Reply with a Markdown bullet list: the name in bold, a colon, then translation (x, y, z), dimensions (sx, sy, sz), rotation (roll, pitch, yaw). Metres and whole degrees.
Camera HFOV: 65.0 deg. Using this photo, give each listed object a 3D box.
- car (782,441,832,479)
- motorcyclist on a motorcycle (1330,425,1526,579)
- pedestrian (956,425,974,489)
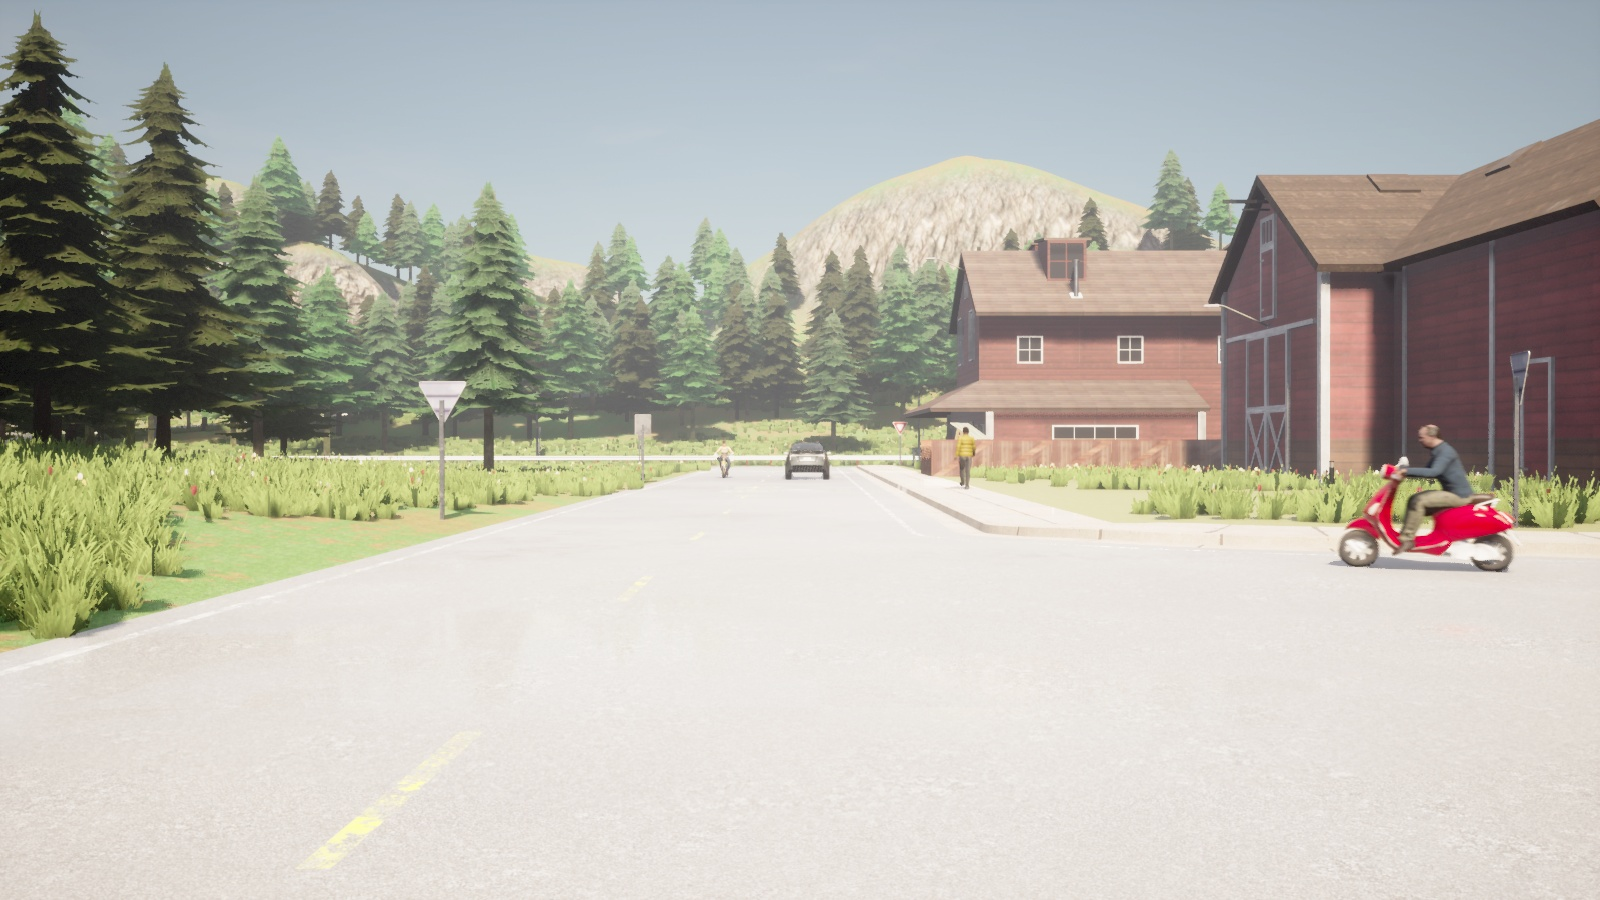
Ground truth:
- **car**: translation (0.309, 0.395, 52.962), dimensions (2.007, 1.525, 4.514), rotation (0, 0, 0)
- **motorcyclist on a motorcycle**: translation (6.806, 0.531, 13.721), dimensions (1.817, 1.590, 0.866), rotation (0, 0, 21)
- **pedestrian**: translation (4.759, 0.201, 36.232), dimensions (0.431, 1.840, 0.709), rotation (0, 0, 2)
